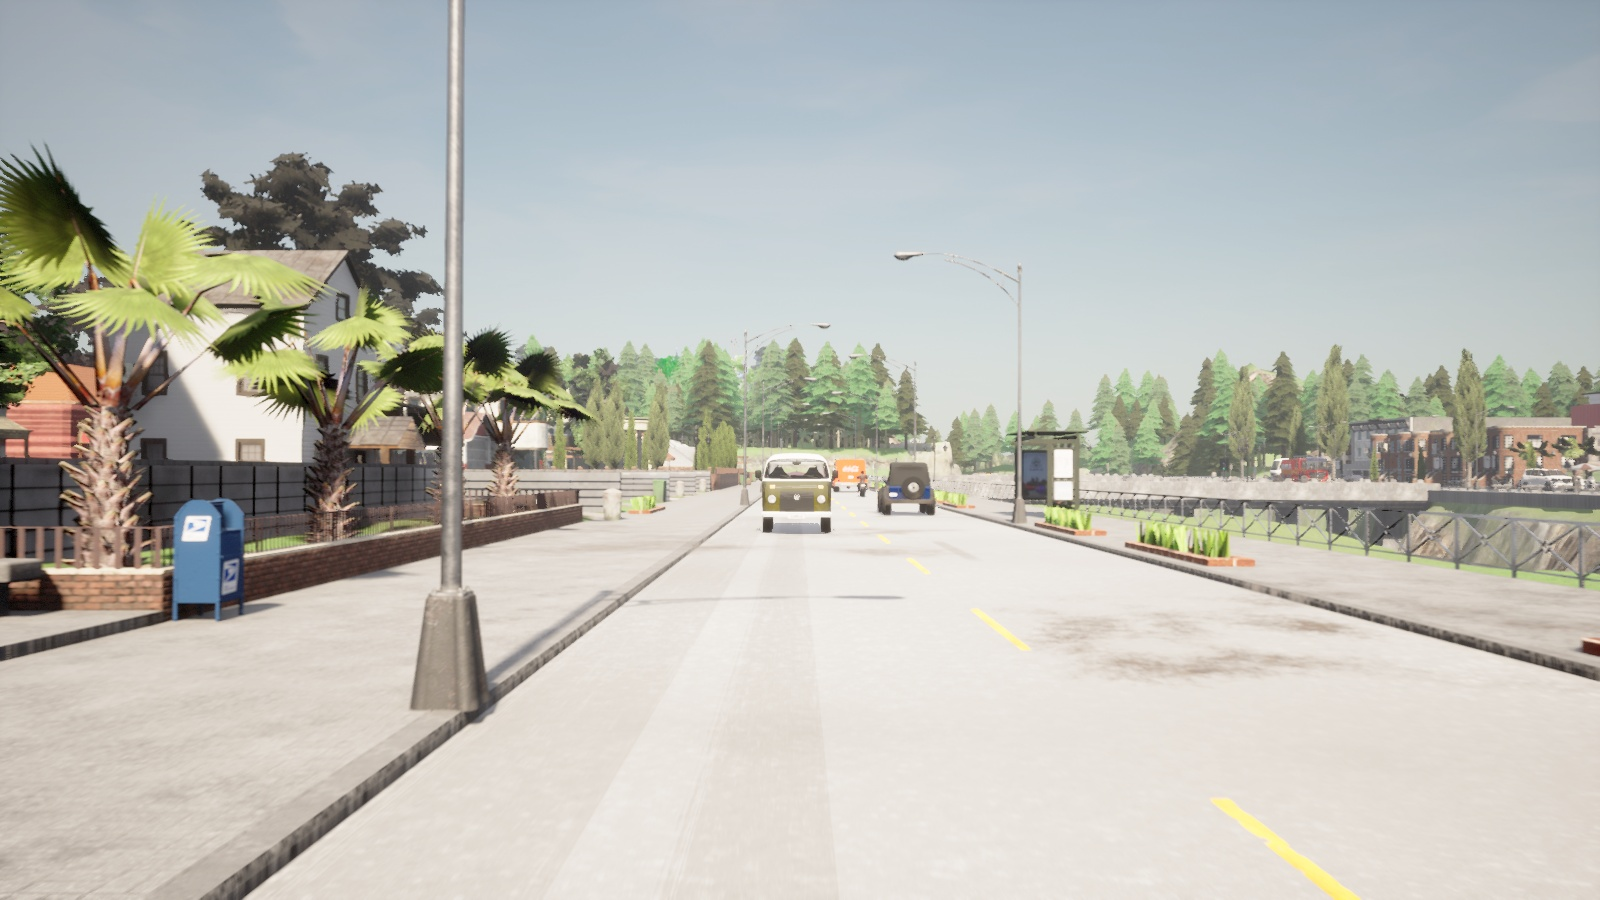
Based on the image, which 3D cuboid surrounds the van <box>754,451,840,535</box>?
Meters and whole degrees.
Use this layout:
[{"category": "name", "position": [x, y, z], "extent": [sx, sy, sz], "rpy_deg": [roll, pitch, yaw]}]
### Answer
[{"category": "van", "position": [-0.078, 1.087, 32.783], "extent": [2.069, 2.038, 4.480], "rpy_deg": [0, -1, 0]}]

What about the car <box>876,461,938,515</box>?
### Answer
[{"category": "car", "position": [3.891, 1.368, 46.189], "extent": [1.905, 1.878, 3.866], "rpy_deg": [0, -1, 0]}]

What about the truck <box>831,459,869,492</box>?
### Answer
[{"category": "truck", "position": [3.773, 1.915, 95.701], "extent": [2.627, 2.467, 5.204], "rpy_deg": [0, -1, 0]}]
